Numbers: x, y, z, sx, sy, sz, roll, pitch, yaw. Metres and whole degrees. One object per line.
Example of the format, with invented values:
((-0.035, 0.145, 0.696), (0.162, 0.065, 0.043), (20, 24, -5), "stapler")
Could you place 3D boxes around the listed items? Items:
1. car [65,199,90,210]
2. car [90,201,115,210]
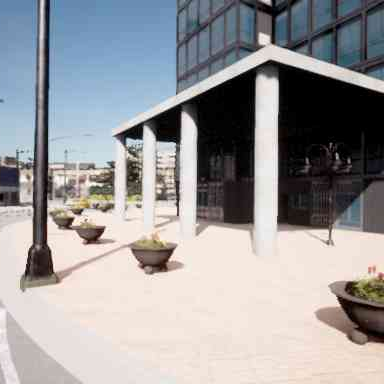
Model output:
((-16.865, 1.782, 49.317), (1.882, 1.535, 5.008), (1, -1, 10), "car")
((-12.992, 1.964, 50.257), (1.895, 1.301, 4.718), (1, -1, 10), "car")
